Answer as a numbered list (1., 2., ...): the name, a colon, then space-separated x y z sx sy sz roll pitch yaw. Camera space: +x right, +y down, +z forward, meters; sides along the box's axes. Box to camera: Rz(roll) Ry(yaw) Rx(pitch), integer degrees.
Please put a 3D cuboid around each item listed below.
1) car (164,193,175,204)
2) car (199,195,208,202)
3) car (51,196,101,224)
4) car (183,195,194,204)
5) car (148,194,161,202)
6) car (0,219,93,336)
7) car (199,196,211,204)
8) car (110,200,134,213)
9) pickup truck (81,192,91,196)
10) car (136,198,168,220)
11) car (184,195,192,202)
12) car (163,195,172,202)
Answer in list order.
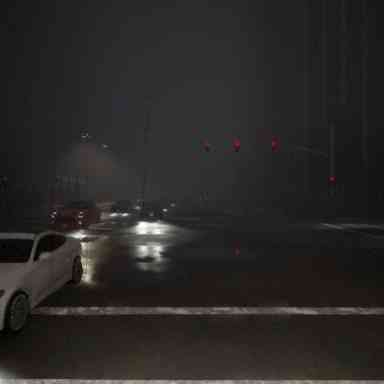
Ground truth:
1. car: -4.372 1.223 63.596 2.150 2.045 5.566 0 0 0
2. car: 2.559 1.524 75.212 1.812 1.442 4.674 0 0 -1
3. car: -7.428 1.351 21.636 2.097 1.767 4.553 0 0 -1
4. car: -0.746 1.352 65.413 2.097 1.767 4.553 0 0 -1
5. car: -7.891 1.222 69.967 2.128 1.511 4.902 0 0 -1
6. car: -3.654 1.526 6.789 1.812 1.442 4.674 0 0 -1
7. car: 2.760 1.491 64.828 2.128 1.511 4.902 0 0 -1
8. car: -7.664 1.547 36.894 2.033 1.411 5.357 0 0 -1
9. pickup truck: -20.915 1.059 60.050 2.390 2.098 6.274 0 0 30
10. car: -3.489 1.492 27.821 2.128 1.511 4.902 0 0 -9
11. car: -0.944 1.478 75.417 1.882 1.535 5.008 0 0 -1
12. car: -4.243 1.548 45.402 2.033 1.411 5.357 0 0 -1
